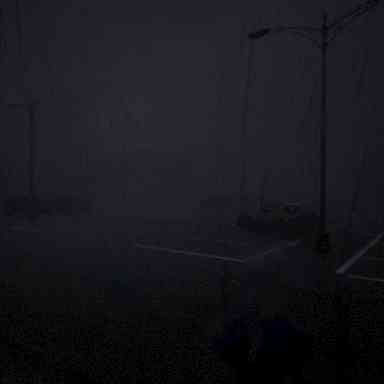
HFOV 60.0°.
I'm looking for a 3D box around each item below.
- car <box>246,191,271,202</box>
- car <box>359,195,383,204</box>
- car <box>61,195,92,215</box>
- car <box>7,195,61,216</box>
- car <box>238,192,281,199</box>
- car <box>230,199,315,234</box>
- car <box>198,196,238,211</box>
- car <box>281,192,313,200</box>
[{"bbox_3d":[11.614,0.794,58.565,3.866,1.878,1.905,1,0,36],"label":"car"},{"bbox_3d":[28.262,1.198,51.098,4.514,1.523,2.007,1,0,36],"label":"car"},{"bbox_3d":[-10.780,1.061,28.379,5.027,1.636,2.152,1,0,36],"label":"car"},{"bbox_3d":[-12.569,1.072,25.802,4.514,1.523,2.007,1,0,36],"label":"car"},{"bbox_3d":[8.233,1.097,41.607,4.514,1.523,2.007,1,0,36],"label":"car"},{"bbox_3d":[4.288,1.308,17.365,3.806,1.475,1.970,1,0,36],"label":"car"},{"bbox_3d":[2.365,1.123,33.518,3.633,1.501,1.845,1,0,36],"label":"car"},{"bbox_3d":[16.084,0.897,51.304,4.605,1.855,1.932,1,0,36],"label":"car"}]
